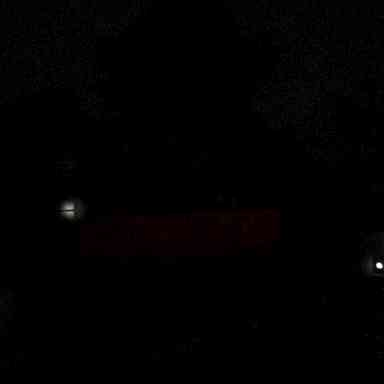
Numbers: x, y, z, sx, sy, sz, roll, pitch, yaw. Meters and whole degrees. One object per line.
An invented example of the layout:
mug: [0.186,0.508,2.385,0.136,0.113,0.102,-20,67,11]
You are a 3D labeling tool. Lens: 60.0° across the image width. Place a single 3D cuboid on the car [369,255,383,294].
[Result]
car: [5.993,1.593,7.512,4.718,1.301,1.895,0,0,-36]
